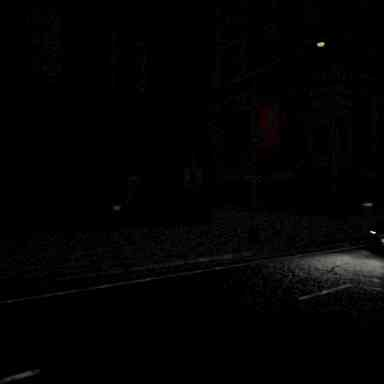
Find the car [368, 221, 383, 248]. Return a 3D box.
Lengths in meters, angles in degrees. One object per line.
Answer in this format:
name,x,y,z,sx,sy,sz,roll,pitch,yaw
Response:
car,9.563,1.677,14.447,4.902,1.511,2.128,1,0,-35
